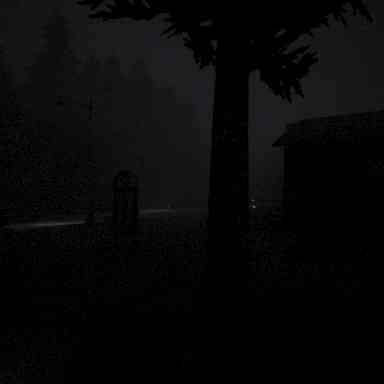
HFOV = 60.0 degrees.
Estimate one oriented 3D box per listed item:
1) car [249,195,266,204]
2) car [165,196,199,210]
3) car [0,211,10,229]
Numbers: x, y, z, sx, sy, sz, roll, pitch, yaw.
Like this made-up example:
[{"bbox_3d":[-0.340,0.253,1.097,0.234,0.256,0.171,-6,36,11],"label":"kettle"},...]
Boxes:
[{"bbox_3d":[10.312,1.227,53.875,1.837,1.490,4.892,1,1,36],"label":"car"},{"bbox_3d":[-1.107,1.169,38.046,2.128,1.511,4.902,1,1,36],"label":"car"},{"bbox_3d":[-11.598,1.226,16.304,2.128,1.511,4.902,1,1,36],"label":"car"}]
